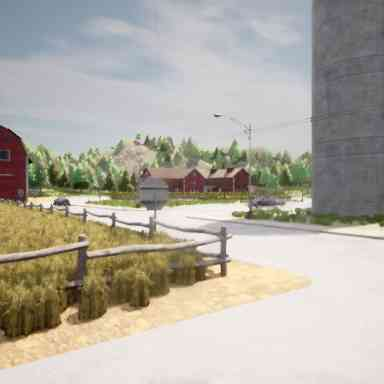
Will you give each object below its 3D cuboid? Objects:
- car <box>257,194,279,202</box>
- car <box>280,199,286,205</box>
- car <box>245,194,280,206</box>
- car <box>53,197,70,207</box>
[{"bbox_3d":[16.620,1.272,73.278,1.932,1.855,4.605,0,0,-36],"label":"car"},{"bbox_3d":[13.113,1.451,54.309,2.242,1.667,4.611,0,0,-36],"label":"car"},{"bbox_3d":[9.558,1.467,46.562,4.902,1.511,2.128,0,0,-36],"label":"car"},{"bbox_3d":[-20.133,1.517,51.337,1.812,1.442,4.674,0,0,-35],"label":"car"}]
